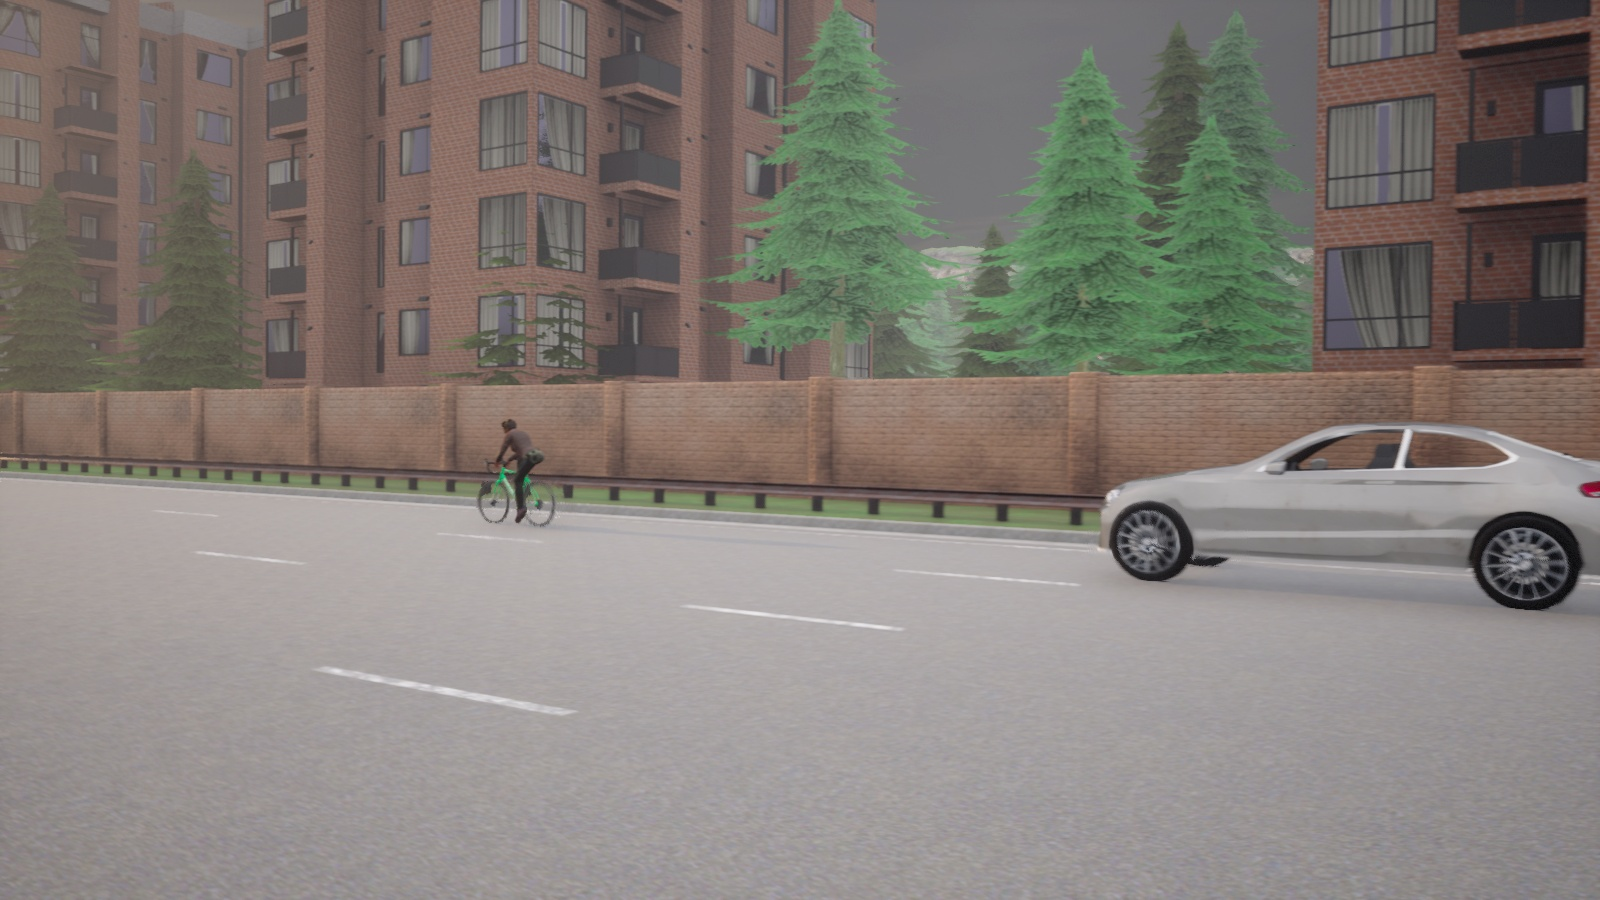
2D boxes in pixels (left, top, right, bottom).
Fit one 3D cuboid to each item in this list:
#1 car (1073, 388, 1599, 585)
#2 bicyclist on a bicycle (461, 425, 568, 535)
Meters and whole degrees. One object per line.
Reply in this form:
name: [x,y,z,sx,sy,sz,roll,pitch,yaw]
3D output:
car: [5.530,0.284,12.550,5.027,1.651,2.152,0,1,34]
bicyclist on a bicycle: [-4.349,0.436,19.115,1.656,1.620,0.582,0,1,34]
